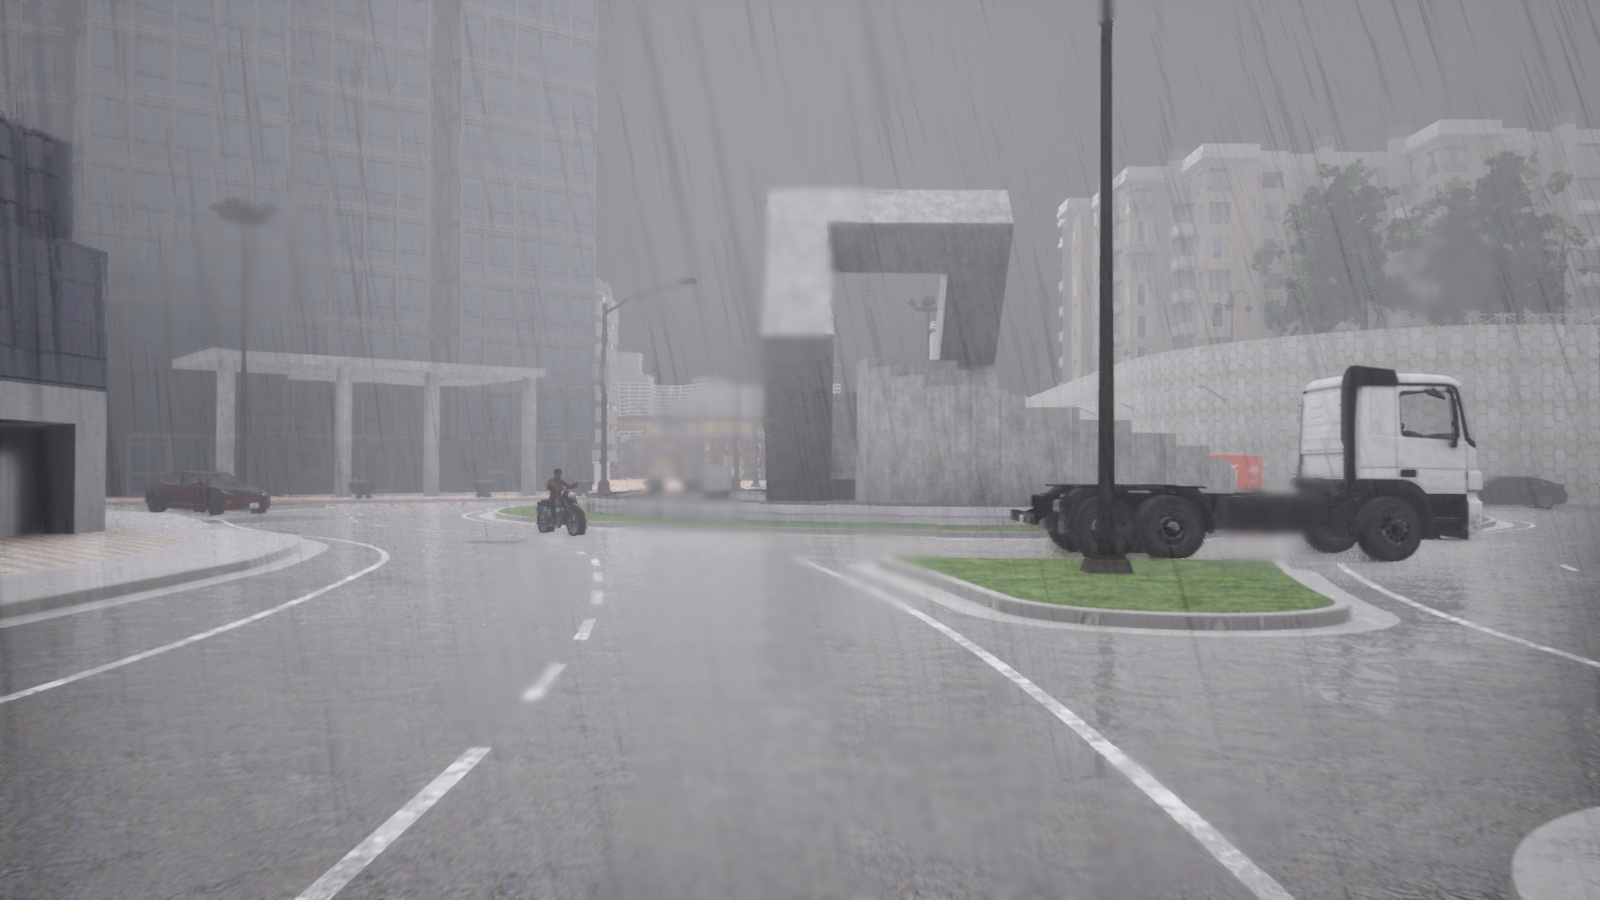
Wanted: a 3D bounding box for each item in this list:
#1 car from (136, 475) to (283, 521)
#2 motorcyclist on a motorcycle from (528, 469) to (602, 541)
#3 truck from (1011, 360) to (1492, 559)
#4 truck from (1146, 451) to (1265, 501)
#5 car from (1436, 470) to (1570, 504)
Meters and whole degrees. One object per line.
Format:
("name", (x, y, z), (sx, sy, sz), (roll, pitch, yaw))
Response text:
("car", (-20.356, 1.621, 43.278), (4.792, 1.488, 2.163), (-1, -1, 28))
("motorcyclist on a motorcycle", (-5.695, 1.296, 30.324), (0.766, 1.649, 2.350), (0, -1, -37))
("truck", (8.157, 0.193, 23.476), (7.936, 3.462, 2.891), (0, -1, 0))
("truck", (20.864, 1.328, 64.801), (5.204, 2.467, 2.627), (-1, -2, 43))
("car", (31.234, 1.630, 55.929), (4.892, 1.490, 1.837), (0, -1, 13))
